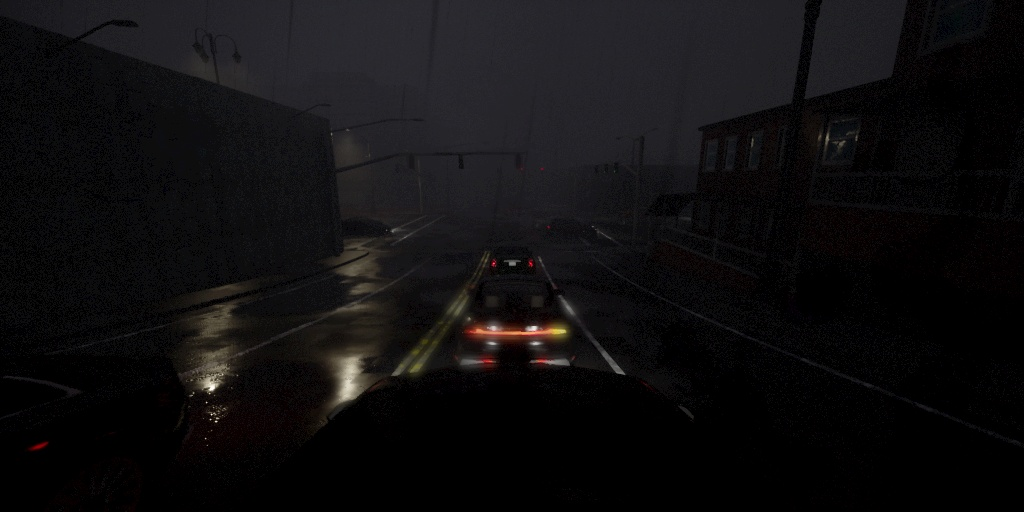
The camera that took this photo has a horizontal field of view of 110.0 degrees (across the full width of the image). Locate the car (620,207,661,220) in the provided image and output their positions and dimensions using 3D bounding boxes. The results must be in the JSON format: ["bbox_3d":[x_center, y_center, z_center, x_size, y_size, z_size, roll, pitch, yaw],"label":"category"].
[{"bbox_3d":[16.466,-5.553,46.019,5.008,1.535,1.882,0,12,0],"label":"car"}]

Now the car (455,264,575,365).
[{"bbox_3d":[0.056,1.121,7.165,1.837,1.490,4.892,0,2,0],"label":"car"}]

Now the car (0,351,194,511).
[{"bbox_3d":[-3.601,1.249,0.925,2.128,1.511,4.902,0,0,0],"label":"car"}]

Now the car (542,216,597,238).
[{"bbox_3d":[5.291,-2.652,32.174,4.553,1.767,2.097,0,12,0],"label":"car"}]

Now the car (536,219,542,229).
[{"bbox_3d":[4.743,-3.230,35.632,4.674,1.442,1.812,0,12,0],"label":"car"}]

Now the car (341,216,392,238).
[{"bbox_3d":[-13.332,-2.504,32.236,4.892,1.490,1.837,0,12,2],"label":"car"}]

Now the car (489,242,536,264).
[{"bbox_3d":[0.024,0.083,17.418,2.097,1.767,4.553,0,7,0],"label":"car"}]
